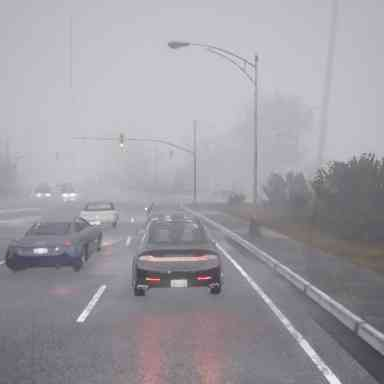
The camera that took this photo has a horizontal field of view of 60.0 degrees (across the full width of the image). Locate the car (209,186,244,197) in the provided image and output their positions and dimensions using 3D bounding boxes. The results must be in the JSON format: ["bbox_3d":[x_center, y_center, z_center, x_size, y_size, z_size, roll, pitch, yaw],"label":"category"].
[{"bbox_3d":[4.808,-0.091,46.025,4.902,1.511,2.128,0,3,-22],"label":"car"}]

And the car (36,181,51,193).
[{"bbox_3d":[-23.425,-0.529,52.490,1.994,1.385,4.181,-1,3,-23],"label":"car"}]

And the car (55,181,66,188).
[{"bbox_3d":[-28.539,-1.608,72.055,1.837,1.490,4.892,-1,3,-25],"label":"car"}]

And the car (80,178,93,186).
[{"bbox_3d":[-26.350,-2.473,83.769,2.150,2.045,5.566,-1,3,-25],"label":"car"}]

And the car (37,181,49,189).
[{"bbox_3d":[-31.451,-1.478,70.028,2.128,1.511,4.902,-1,3,-25],"label":"car"}]

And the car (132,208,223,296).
[{"bbox_3d":[-0.415,1.409,8.480,2.128,1.511,4.902,0,1,-4],"label":"car"}]

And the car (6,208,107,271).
[{"bbox_3d":[-4.136,1.449,10.623,1.994,1.385,4.181,0,1,-6],"label":"car"}]

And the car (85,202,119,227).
[{"bbox_3d":[-5.325,1.214,19.560,1.895,1.301,4.718,-1,2,-10],"label":"car"}]

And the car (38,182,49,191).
[{"bbox_3d":[-27.047,-1.018,60.610,1.837,1.490,4.892,-1,3,-24],"label":"car"}]

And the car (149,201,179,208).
[{"bbox_3d":[-1.505,1.210,18.028,2.033,1.411,5.357,0,2,-9],"label":"car"}]

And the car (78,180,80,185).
[{"bbox_3d":[-29.501,-2.142,82.259,1.882,1.535,5.008,-1,3,-25],"label":"car"}]

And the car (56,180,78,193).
[{"bbox_3d":[-20.360,-0.684,54.080,2.128,1.511,4.902,-2,3,-27],"label":"car"}]
